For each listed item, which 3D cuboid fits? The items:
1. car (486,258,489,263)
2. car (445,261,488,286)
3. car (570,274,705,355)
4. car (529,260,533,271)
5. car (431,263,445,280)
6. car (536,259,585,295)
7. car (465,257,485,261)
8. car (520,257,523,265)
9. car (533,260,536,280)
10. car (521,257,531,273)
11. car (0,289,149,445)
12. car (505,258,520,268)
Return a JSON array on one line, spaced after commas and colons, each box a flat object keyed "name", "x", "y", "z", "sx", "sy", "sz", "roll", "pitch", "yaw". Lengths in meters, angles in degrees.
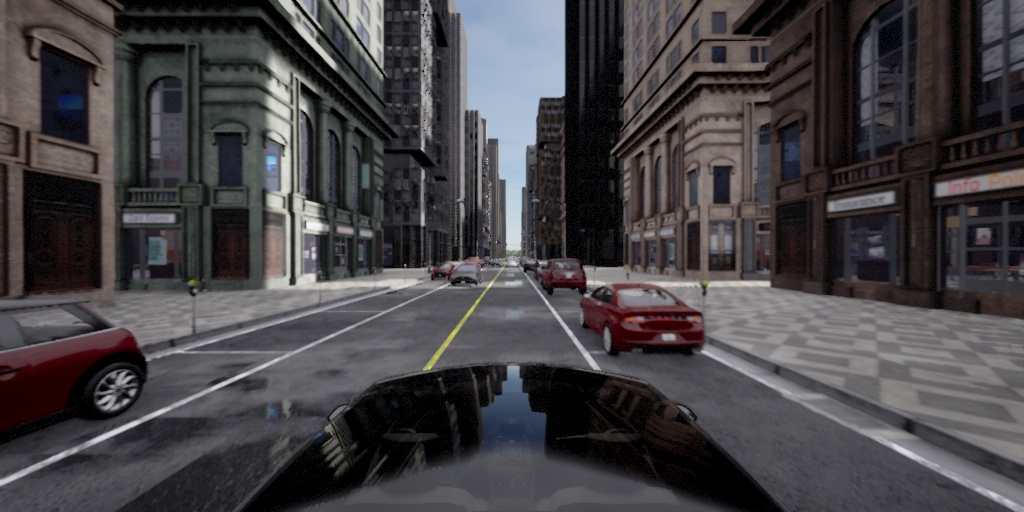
[{"name": "car", "x": -5.764, "y": 1.190, "z": 64.555, "sx": 1.967, "sy": 1.591, "sz": 4.097, "roll": 0, "pitch": 0, "yaw": 0}, {"name": "car", "x": -3.099, "y": 1.296, "z": 25.444, "sx": 2.033, "sy": 1.411, "sz": 5.357, "roll": 0, "pitch": 0, "yaw": 0}, {"name": "car", "x": 2.762, "y": 1.294, "z": 8.540, "sx": 1.888, "sy": 1.381, "sz": 4.507, "roll": 0, "pitch": 0, "yaw": 0}, {"name": "car", "x": 2.762, "y": 1.314, "z": 30.947, "sx": 1.948, "sy": 1.339, "sz": 4.313, "roll": 0, "pitch": 0, "yaw": 0}, {"name": "car", "x": -5.764, "y": 1.294, "z": 30.942, "sx": 1.888, "sy": 1.381, "sz": 4.507, "roll": 0, "pitch": 0, "yaw": 0}, {"name": "car", "x": 2.762, "y": 1.063, "z": 19.744, "sx": 2.192, "sy": 1.841, "sz": 5.009, "roll": 0, "pitch": 0, "yaw": 0}, {"name": "car", "x": -5.764, "y": 1.064, "z": 53.351, "sx": 2.192, "sy": 1.841, "sz": 5.009, "roll": 0, "pitch": 0, "yaw": 0}, {"name": "car", "x": 2.762, "y": 1.315, "z": 58.956, "sx": 1.948, "sy": 1.339, "sz": 4.313, "roll": 0, "pitch": 0, "yaw": 0}, {"name": "car", "x": 2.762, "y": 1.188, "z": 25.346, "sx": 1.967, "sy": 1.591, "sz": 4.097, "roll": 0, "pitch": 0, "yaw": 0}, {"name": "car", "x": 2.360, "y": 1.226, "z": 43.349, "sx": 1.882, "sy": 1.535, "sz": 5.008, "roll": 0, "pitch": 0, "yaw": 0}, {"name": "car", "x": -5.764, "y": 1.190, "z": 2.932, "sx": 1.967, "sy": 1.591, "sz": 4.097, "roll": 0, "pitch": 0, "yaw": 0}, {"name": "car", "x": 0.000, "y": 1.276, "z": 60.941, "sx": 1.812, "sy": 1.442, "sz": 4.674, "roll": 0, "pitch": 0, "yaw": 0}]
